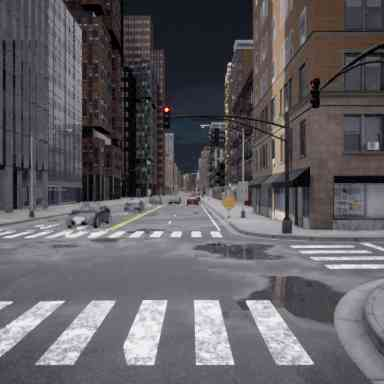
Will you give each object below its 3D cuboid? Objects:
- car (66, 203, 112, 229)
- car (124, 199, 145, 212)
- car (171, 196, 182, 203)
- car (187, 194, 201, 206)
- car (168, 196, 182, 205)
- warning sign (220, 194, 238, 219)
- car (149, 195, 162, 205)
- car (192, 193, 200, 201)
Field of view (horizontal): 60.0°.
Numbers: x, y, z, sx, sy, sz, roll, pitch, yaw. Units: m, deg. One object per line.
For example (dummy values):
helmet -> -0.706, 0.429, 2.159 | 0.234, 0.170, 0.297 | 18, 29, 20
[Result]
car -> -6.598, 1.493, 21.746 | 2.128, 1.511, 4.902 | 0, 0, 0
car -> -6.599, 1.533, 38.425 | 1.812, 1.442, 4.674 | 0, 0, 0
car -> -3.154, 1.573, 69.638 | 2.033, 1.411, 5.357 | 0, 0, 0
car -> 0.100, 1.493, 54.838 | 1.882, 1.535, 5.008 | 0, 0, 0
car -> -3.151, 1.619, 59.379 | 1.895, 1.301, 4.718 | 0, 0, 0
warning sign -> 2.853, 1.118, 25.648 | 1.300, 1.860, 1.060 | 0, 0, 0
car -> -6.504, 1.368, 59.700 | 2.097, 1.767, 4.553 | 0, 0, 0
car -> 0.975, 1.267, 85.682 | 2.150, 2.045, 5.566 | 0, 0, 0
